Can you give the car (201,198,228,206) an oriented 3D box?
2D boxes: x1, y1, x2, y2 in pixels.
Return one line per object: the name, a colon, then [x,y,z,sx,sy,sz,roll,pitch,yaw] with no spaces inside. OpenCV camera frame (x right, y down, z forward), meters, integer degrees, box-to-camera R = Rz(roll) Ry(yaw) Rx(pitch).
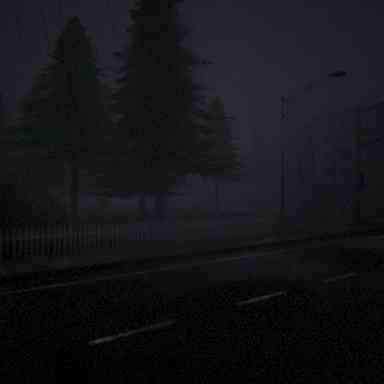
car: [3.437,1.607,51.153,2.033,1.411,5.357,0,0,-34]
